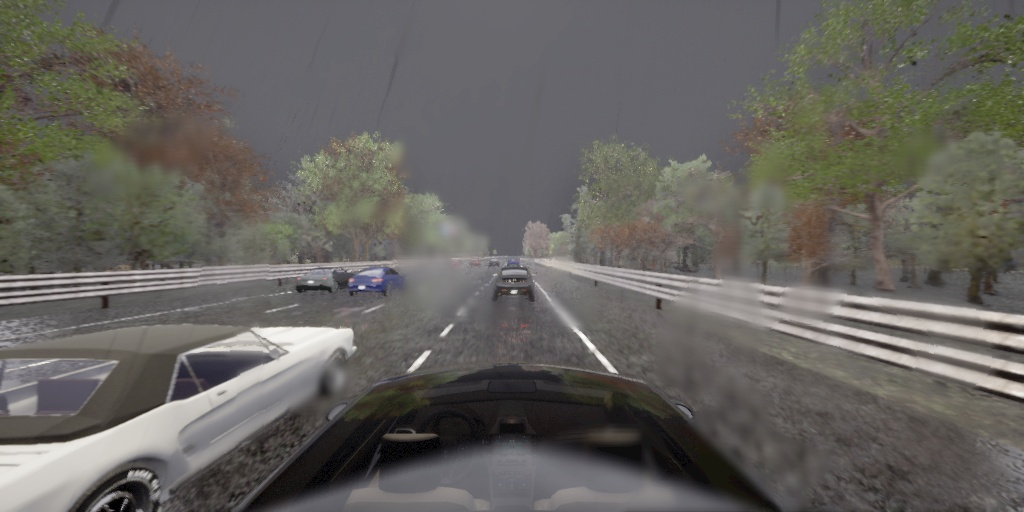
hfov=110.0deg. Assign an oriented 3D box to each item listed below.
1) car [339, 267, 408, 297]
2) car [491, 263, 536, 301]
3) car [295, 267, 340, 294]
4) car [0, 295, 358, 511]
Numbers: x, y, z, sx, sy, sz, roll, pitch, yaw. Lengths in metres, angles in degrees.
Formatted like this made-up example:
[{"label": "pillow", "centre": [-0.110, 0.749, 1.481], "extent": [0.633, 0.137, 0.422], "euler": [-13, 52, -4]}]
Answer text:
[{"label": "car", "centre": [-6.878, 1.274, 18.719], "extent": [1.812, 1.442, 4.674], "euler": [0, 0, 0]}, {"label": "car", "centre": [0.119, 1.256, 17.469], "extent": [1.837, 1.490, 4.892], "euler": [0, 0, 0]}, {"label": "car", "centre": [-10.375, 1.311, 20.500], "extent": [1.994, 1.385, 4.181], "euler": [0, 0, 0]}, {"label": "car", "centre": [-3.401, 1.350, 3.618], "extent": [1.895, 1.301, 4.718], "euler": [0, 0, 0]}]
